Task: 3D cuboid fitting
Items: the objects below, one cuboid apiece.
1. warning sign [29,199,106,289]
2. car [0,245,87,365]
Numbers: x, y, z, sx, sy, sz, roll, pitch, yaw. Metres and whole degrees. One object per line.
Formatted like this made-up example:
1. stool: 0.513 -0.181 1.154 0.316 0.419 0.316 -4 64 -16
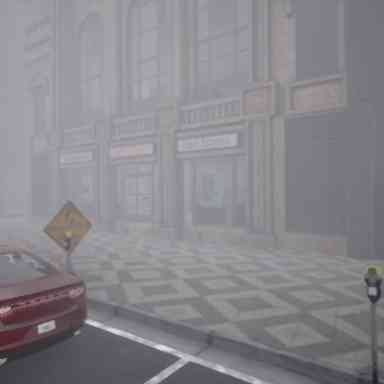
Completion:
1. warning sign: -2.921 1.116 7.872 1.060 1.860 1.300 -1 0 36
2. car: -3.621 1.545 5.443 4.507 1.381 1.887 0 -1 36
